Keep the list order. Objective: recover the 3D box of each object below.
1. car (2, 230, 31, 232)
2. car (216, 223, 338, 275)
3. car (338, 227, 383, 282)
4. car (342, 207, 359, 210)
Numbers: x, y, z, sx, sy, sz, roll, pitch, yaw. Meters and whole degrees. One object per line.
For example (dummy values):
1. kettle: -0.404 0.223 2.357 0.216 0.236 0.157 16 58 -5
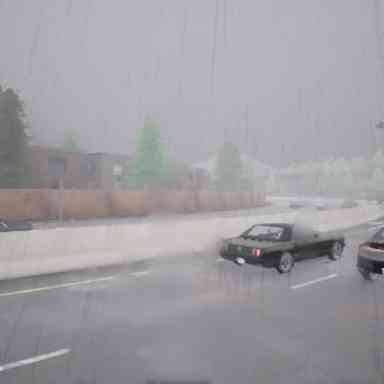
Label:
1. car: -8.017 1.529 11.281 4.892 1.490 1.837 0 0 -37
2. car: 3.085 1.656 10.767 4.718 1.301 1.895 0 0 -40
3. car: 6.150 1.548 8.834 4.902 1.511 2.128 0 0 -41
4. car: 20.828 1.756 43.630 1.837 1.490 4.892 0 -1 29
